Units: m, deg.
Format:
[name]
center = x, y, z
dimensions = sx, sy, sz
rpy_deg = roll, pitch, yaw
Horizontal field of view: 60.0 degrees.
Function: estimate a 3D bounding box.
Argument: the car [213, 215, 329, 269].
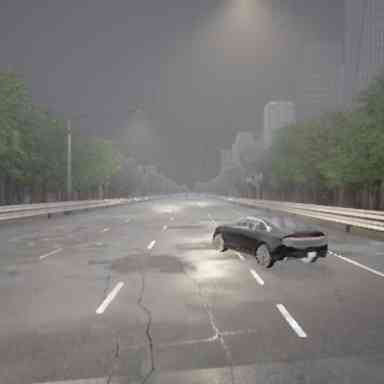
[car]
center = 2.413, 1.530, 11.521
dimensions = 2.128, 1.511, 4.902
rpy_deg = 1, 0, -23
